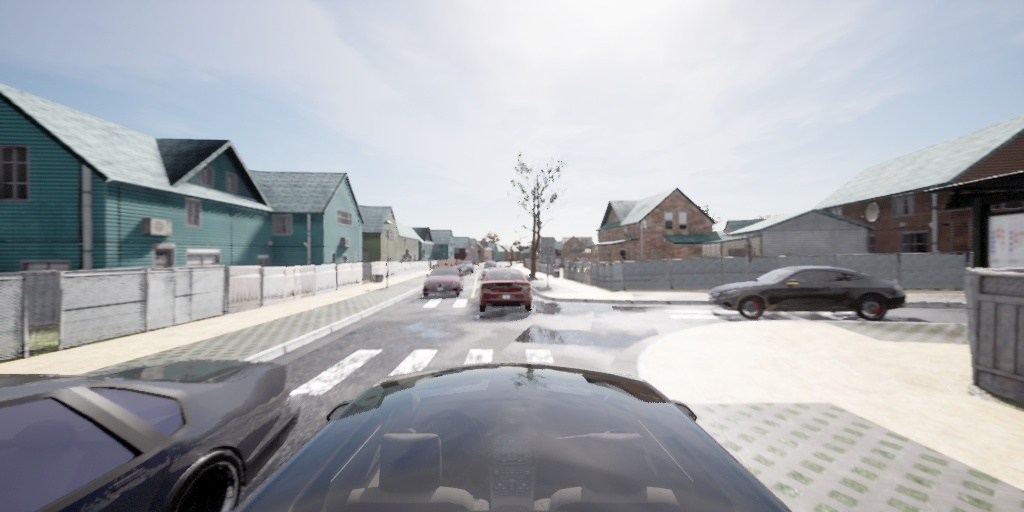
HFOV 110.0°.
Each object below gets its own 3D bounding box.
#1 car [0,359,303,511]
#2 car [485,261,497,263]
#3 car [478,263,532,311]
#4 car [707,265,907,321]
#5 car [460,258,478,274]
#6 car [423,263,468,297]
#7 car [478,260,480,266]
[{"bbox_3d":[-2.893,1.302,1.027,2.033,1.411,5.357,0,0,0],"label":"car"},{"bbox_3d":[-1.691,1.394,32.340,1.895,1.301,4.718,0,0,-5],"label":"car"},{"bbox_3d":[-0.325,1.232,14.569,1.882,1.535,5.008,0,0,-3],"label":"car"},{"bbox_3d":[8.368,1.012,10.517,4.674,1.442,1.812,-1,0,12],"label":"car"},{"bbox_3d":[-5.396,1.330,42.021,2.128,1.511,4.902,0,0,-4],"label":"car"},{"bbox_3d":[-3.555,1.293,19.245,1.812,1.442,4.674,0,0,-4],"label":"car"},{"bbox_3d":[-6.169,1.085,57.473,1.994,1.385,4.181,0,0,-2],"label":"car"}]
